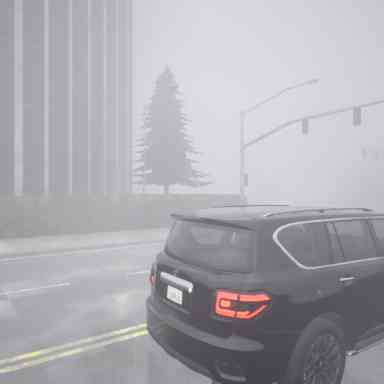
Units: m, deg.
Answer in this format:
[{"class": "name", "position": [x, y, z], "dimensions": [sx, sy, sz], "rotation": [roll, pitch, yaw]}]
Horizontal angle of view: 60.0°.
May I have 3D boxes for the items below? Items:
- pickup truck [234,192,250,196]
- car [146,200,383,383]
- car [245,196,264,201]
[{"class": "pickup truck", "position": [10.198, 1.059, 68.782], "dimensions": [2.390, 2.098, 6.274], "rotation": [0, 0, -5]}, {"class": "car", "position": [2.014, 1.221, 5.179], "dimensions": [5.566, 2.045, 2.150], "rotation": [0, 0, -35]}, {"class": "car", "position": [8.375, 1.564, 43.138], "dimensions": [1.994, 1.385, 4.181], "rotation": [0, 0, -36]}]
